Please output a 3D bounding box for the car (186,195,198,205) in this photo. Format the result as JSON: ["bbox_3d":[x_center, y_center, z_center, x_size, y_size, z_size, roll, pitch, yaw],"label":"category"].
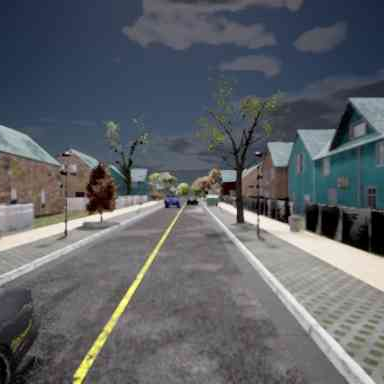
[{"bbox_3d":[0.023,1.607,59.344,1.994,1.385,4.181,0,0,1],"label":"car"}]

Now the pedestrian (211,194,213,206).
[{"bbox_3d":[3.032,1.166,51.175,0.375,1.860,0.375,1,-1,-2],"label":"pedestrian"}]

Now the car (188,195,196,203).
[{"bbox_3d":[0.031,1.534,73.883,1.837,1.490,4.892,0,0,0],"label":"car"}]

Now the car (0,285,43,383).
[{"bbox_3d":[-2.849,1.544,1.975,2.033,1.411,5.357,0,0,0],"label":"car"}]

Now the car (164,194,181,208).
[{"bbox_3d":[-2.811,1.239,48.055,2.150,2.045,5.566,0,0,0],"label":"car"}]
